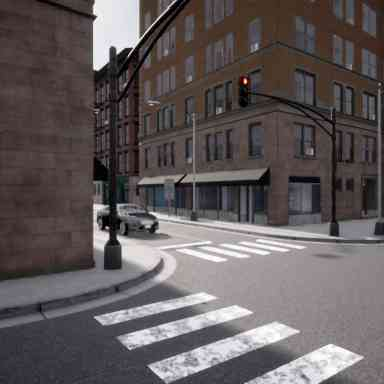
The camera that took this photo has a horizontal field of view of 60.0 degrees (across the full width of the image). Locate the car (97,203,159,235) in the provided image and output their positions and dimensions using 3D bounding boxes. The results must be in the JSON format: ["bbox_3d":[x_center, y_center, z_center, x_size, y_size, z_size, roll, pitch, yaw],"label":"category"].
[{"bbox_3d":[-3.618,1.395,18.157,2.128,1.511,4.902,0,0,-37],"label":"car"}]
